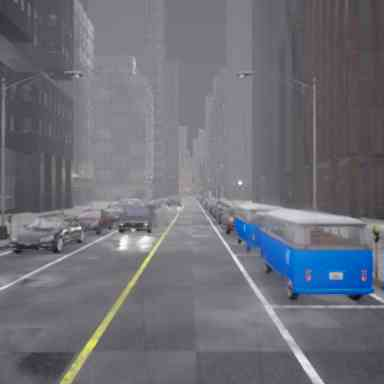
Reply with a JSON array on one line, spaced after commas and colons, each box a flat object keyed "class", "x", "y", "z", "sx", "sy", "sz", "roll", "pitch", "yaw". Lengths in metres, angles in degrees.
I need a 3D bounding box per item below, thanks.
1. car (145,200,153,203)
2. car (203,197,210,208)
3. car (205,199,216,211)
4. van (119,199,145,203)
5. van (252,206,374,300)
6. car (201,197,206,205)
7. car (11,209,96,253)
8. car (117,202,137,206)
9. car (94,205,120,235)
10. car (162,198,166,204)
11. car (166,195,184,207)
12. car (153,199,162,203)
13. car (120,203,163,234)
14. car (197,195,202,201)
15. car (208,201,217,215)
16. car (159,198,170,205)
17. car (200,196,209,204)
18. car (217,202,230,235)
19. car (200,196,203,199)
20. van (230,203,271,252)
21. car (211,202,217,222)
[{"class": "car", "x": -5.773, "y": 1.735, "z": 36.389, "sx": 2.008, "sy": 1.369, "sz": 4.403, "roll": 0, "pitch": 0, "yaw": 0}, {"class": "car", "x": 2.750, "y": 1.742, "z": 42.216, "sx": 1.752, "sy": 1.417, "sz": 4.829, "roll": 0, "pitch": 0, "yaw": 0}, {"class": "car", "x": 2.752, "y": 1.750, "z": 36.409, "sx": 1.947, "sy": 1.339, "sz": 4.313, "roll": 0, "pitch": 0, "yaw": 0}, {"class": "van", "x": -5.771, "y": 1.495, "z": 30.754, "sx": 1.690, "sy": 1.788, "sz": 3.998, "roll": 0, "pitch": 0, "yaw": 0}, {"class": "van", "x": 2.762, "y": 1.381, "z": 8.228, "sx": 1.690, "sy": 1.788, "sz": 3.998, "roll": 0, "pitch": 0, "yaw": 0}, {"class": "car", "x": 2.748, "y": 1.814, "z": 47.682, "sx": 1.947, "sy": 1.339, "sz": 4.313, "roll": 0, "pitch": 0, "yaw": 0}, {"class": "car", "x": -5.766, "y": 1.618, "z": 13.844, "sx": 2.008, "sy": 1.369, "sz": 4.403, "roll": 0, "pitch": 0, "yaw": 0}, {"class": "car", "x": -5.769, "y": 1.675, "z": 25.117, "sx": 2.008, "sy": 1.369, "sz": 4.403, "roll": 0, "pitch": 0, "yaw": 0}, {"class": "car", "x": -5.768, "y": 1.677, "z": 19.480, "sx": 1.802, "sy": 1.307, "sz": 4.206, "roll": 0, "pitch": 0, "yaw": 0}, {"class": "car", "x": -5.779, "y": 1.825, "z": 53.298, "sx": 1.887, "sy": 1.381, "sz": 4.507, "roll": 0, "pitch": 0, "yaw": 0}, {"class": "car", "x": -3.074, "y": 1.528, "z": 58.124, "sx": 2.150, "sy": 2.045, "sz": 5.566, "roll": 0, "pitch": 0, "yaw": 1}, {"class": "car", "x": -5.777, "y": 1.792, "z": 47.661, "sx": 1.887, "sy": 1.381, "sz": 4.507, "roll": 0, "pitch": 0, "yaw": 0}, {"class": "car", "x": -3.107, "y": 1.647, "z": 20.251, "sx": 2.033, "sy": 1.411, "sz": 5.357, "roll": 0, "pitch": 0, "yaw": 0}, {"class": "car", "x": 2.741, "y": 1.697, "z": 70.229, "sx": 2.192, "sy": 1.841, "sz": 5.009, "roll": 0, "pitch": 0, "yaw": 0}, {"class": "car", "x": 2.753, "y": 1.736, "z": 30.772, "sx": 1.802, "sy": 1.307, "sz": 4.206, "roll": 0, "pitch": 0, "yaw": 0}, {"class": "car", "x": -5.785, "y": 1.933, "z": 70.205, "sx": 2.008, "sy": 1.369, "sz": 4.403, "roll": 0, "pitch": 0, "yaw": 0}, {"class": "car", "x": 2.746, "y": 1.825, "z": 53.318, "sx": 1.887, "sy": 1.381, "sz": 4.507, "roll": 0, "pitch": 0, "yaw": 0}, {"class": "car", "x": 2.758, "y": 1.536, "z": 19.500, "sx": 1.967, "sy": 1.590, "sz": 4.097, "roll": 0, "pitch": 0, "yaw": 0}, {"class": "car", "x": 2.744, "y": 1.841, "z": 59.125, "sx": 1.752, "sy": 1.417, "sz": 4.829, "roll": 0, "pitch": 0, "yaw": 0}, {"class": "van", "x": 2.760, "y": 1.409, "z": 13.864, "sx": 1.690, "sy": 1.788, "sz": 3.998, "roll": 0, "pitch": 0, "yaw": 0}, {"class": "car", "x": 2.756, "y": 1.690, "z": 25.136, "sx": 1.947, "sy": 1.339, "sz": 4.313, "roll": 0, "pitch": 0, "yaw": 0}]
